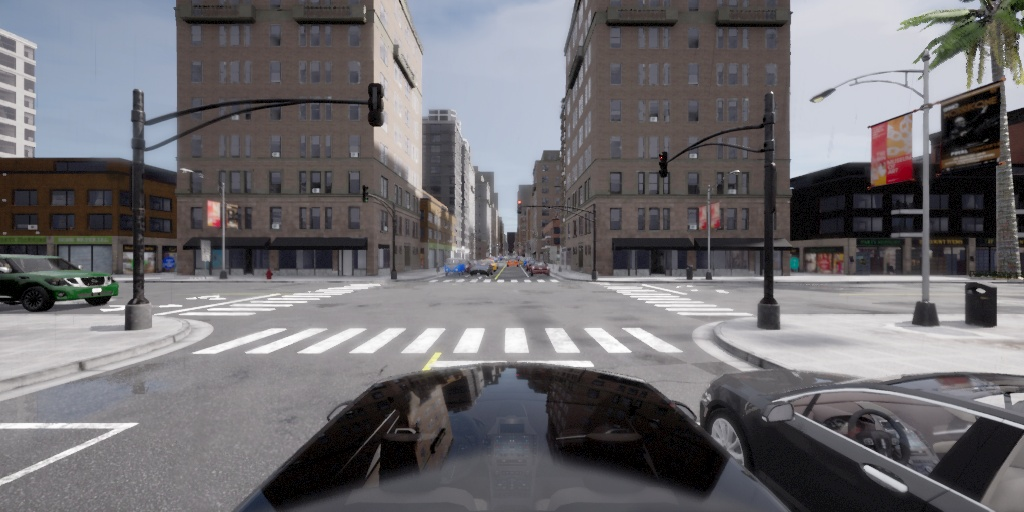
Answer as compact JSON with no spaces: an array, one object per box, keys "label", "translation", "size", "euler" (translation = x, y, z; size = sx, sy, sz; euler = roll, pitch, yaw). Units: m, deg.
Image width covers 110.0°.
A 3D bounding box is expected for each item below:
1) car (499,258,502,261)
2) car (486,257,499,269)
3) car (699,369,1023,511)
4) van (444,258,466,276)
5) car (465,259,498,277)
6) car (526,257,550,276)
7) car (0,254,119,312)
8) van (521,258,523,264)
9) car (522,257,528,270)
[{"label":"car","translation":[-2.971,1.354,56.256],"size":[1.895,1.301,4.718],"euler":[0,0,0]},{"label":"car","translation":[-3.003,1.230,46.337],"size":[1.882,1.535,5.008],"euler":[0,0,0]},{"label":"car","translation":[2.668,1.300,1.778],"size":[2.007,1.370,4.403],"euler":[0,0,0]},{"label":"van","translation":[-5.784,1.093,36.446],"size":[1.690,1.789,3.998],"euler":[0,0,0]},{"label":"car","translation":[-2.999,1.299,36.636],"size":[2.033,1.411,5.357],"euler":[0,0,4]},{"label":"car","translation":[2.742,1.192,36.428],"size":[1.967,1.591,4.097],"euler":[0,0,0]},{"label":"car","translation":[-18.522,0.949,13.593],"size":[5.566,2.045,2.150],"euler":[0,0,0]},{"label":"van","translation":[2.796,1.093,59.105],"size":[1.690,1.789,3.998],"euler":[0,0,0]},{"label":"car","translation":[2.769,1.193,47.766],"size":[1.967,1.591,4.097],"euler":[0,0,0]}]
